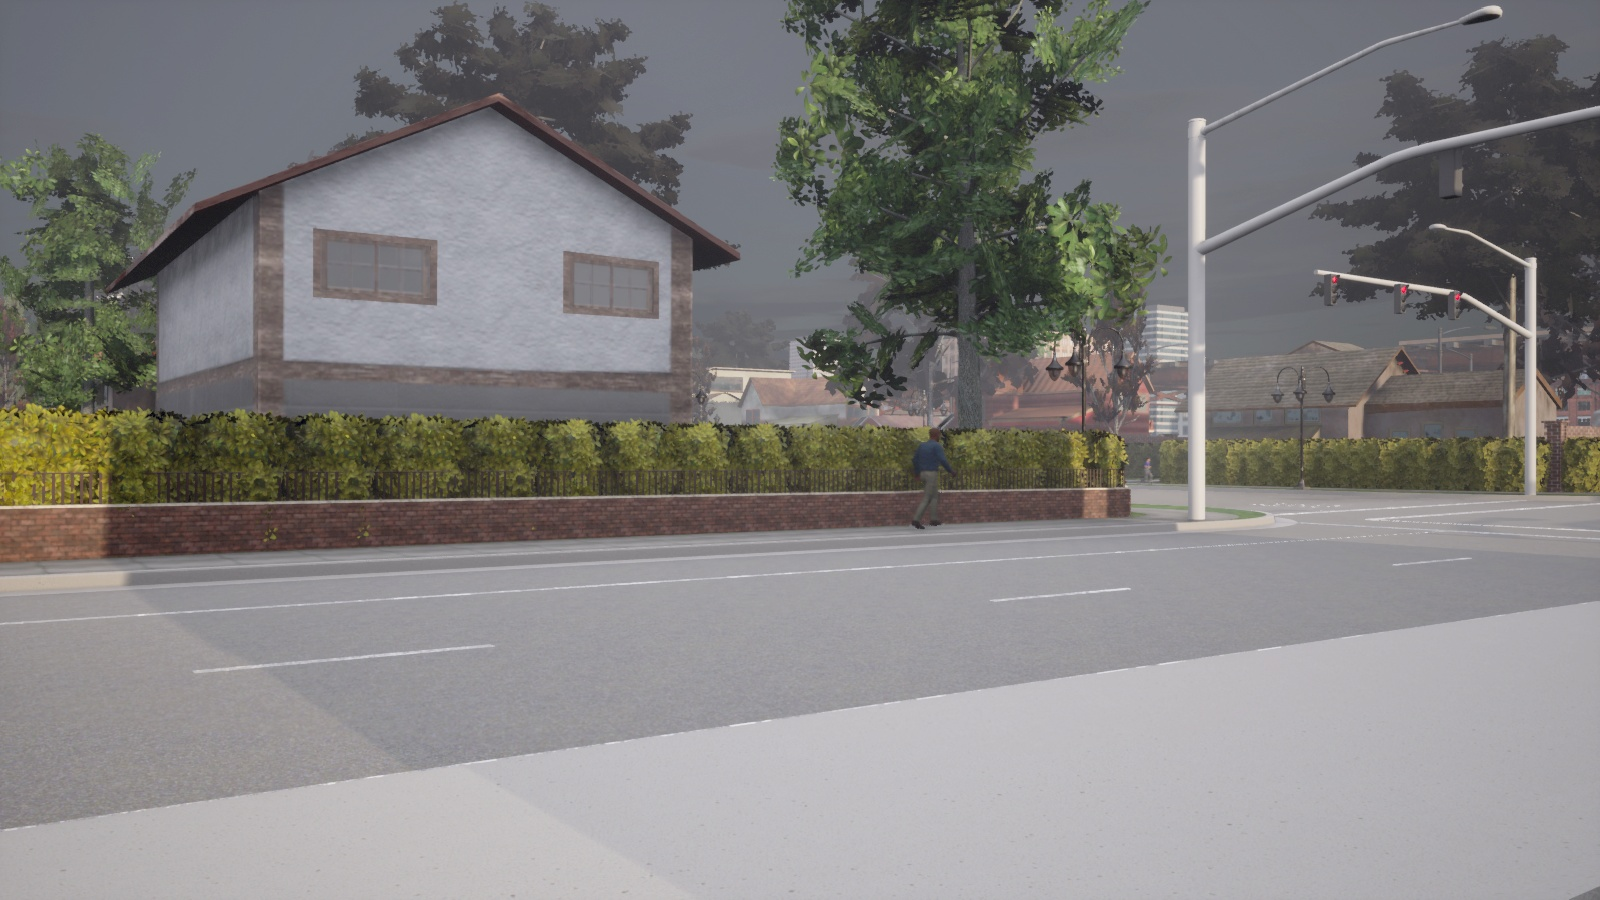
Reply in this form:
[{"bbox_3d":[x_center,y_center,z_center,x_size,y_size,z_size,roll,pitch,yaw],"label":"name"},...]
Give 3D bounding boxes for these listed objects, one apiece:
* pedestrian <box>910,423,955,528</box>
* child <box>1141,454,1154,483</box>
[{"bbox_3d":[2.353,0.449,22.246,0.726,1.835,0.370,0,0,-33],"label":"pedestrian"},{"bbox_3d":[15.220,0.792,55.001,0.270,1.263,0.437,0,0,-34],"label":"child"}]
